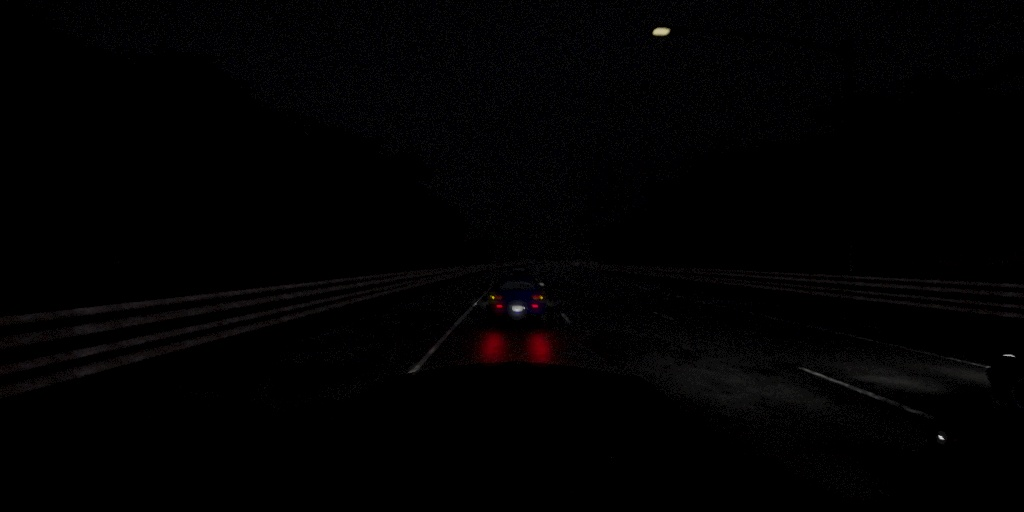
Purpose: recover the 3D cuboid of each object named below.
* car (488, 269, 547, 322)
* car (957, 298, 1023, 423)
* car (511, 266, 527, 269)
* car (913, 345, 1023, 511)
[{"bbox_3d":[0.184,1.377,12.706,1.812,1.442,4.674,0,0,1],"label":"car"},{"bbox_3d":[7.108,1.287,2.660,1.812,1.442,4.674,0,0,0],"label":"car"},{"bbox_3d":[0.569,1.581,30.985,1.812,1.442,4.674,0,-1,2],"label":"car"},{"bbox_3d":[3.609,1.232,0.334,2.128,1.511,4.902,0,0,0],"label":"car"}]
